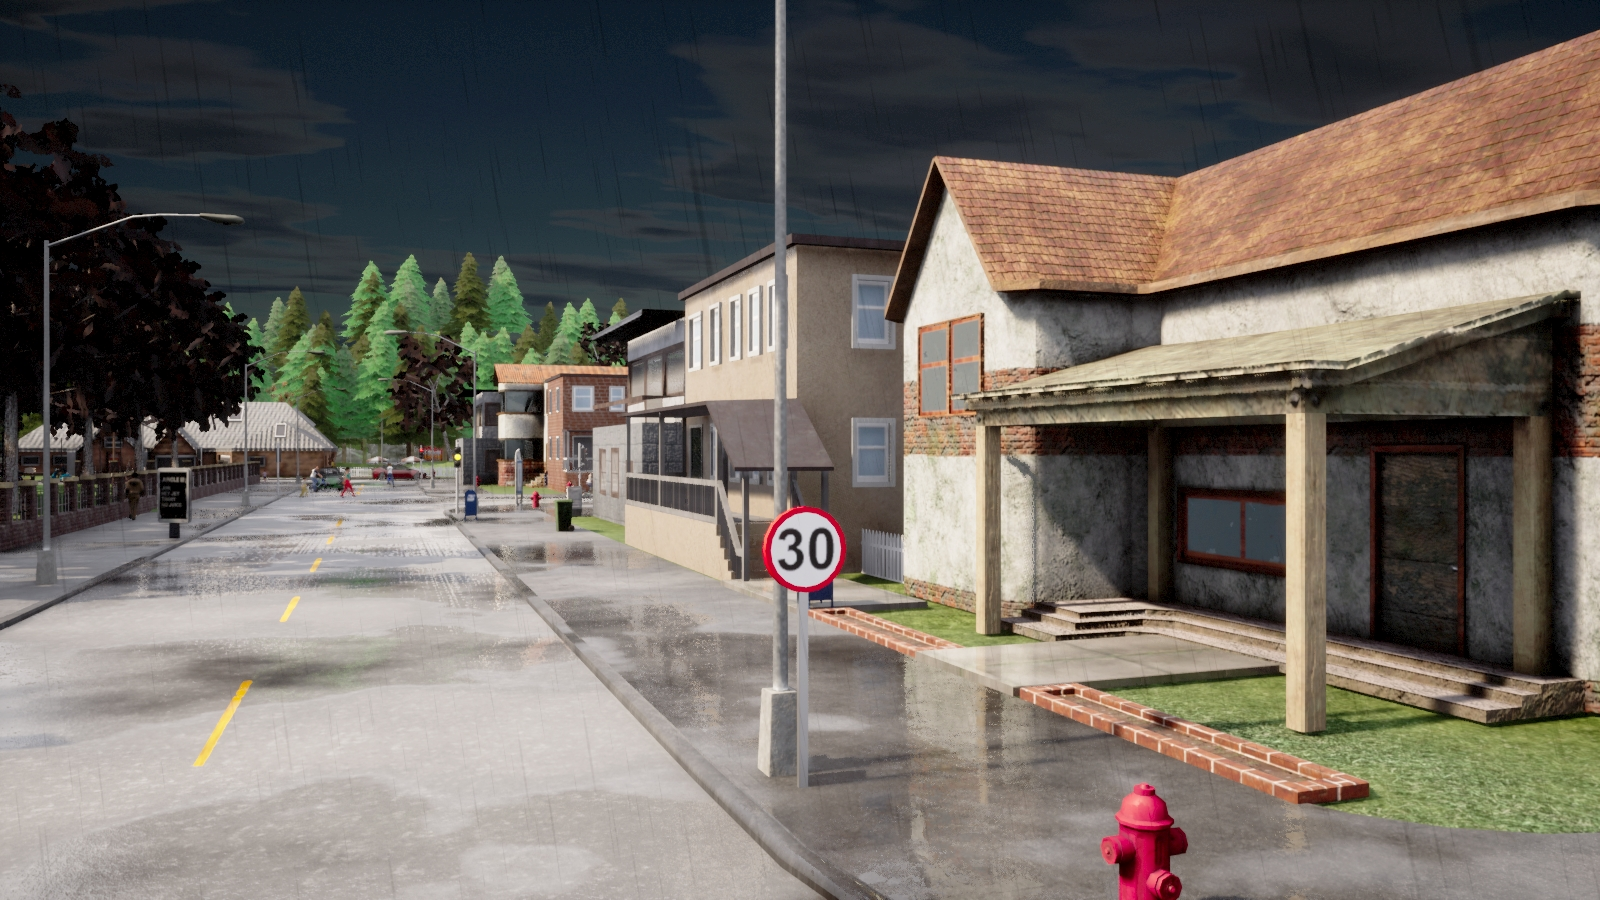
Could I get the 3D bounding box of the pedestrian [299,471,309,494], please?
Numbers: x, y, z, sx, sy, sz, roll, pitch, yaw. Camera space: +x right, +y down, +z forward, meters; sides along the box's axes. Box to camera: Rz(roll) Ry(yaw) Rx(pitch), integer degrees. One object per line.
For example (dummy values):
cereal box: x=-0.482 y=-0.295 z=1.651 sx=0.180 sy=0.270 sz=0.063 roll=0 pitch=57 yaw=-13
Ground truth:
pedestrian: x=-29.079 y=1.908 z=66.974 sx=0.375 sy=1.300 sz=0.375 roll=0 pitch=0 yaw=1

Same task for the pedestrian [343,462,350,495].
pedestrian: x=-26.007 y=1.628 z=65.535 sx=0.375 sy=1.860 sz=0.375 roll=0 pitch=0 yaw=-25

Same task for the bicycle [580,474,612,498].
bicycle: x=-11.004 y=1.936 z=61.601 sx=1.643 sy=1.296 sz=0.373 roll=0 pitch=0 yaw=-16

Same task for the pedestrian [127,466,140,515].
pedestrian: x=-25.269 y=1.525 z=43.313 sx=0.375 sy=1.860 sz=0.375 roll=0 pitch=0 yaw=-20
